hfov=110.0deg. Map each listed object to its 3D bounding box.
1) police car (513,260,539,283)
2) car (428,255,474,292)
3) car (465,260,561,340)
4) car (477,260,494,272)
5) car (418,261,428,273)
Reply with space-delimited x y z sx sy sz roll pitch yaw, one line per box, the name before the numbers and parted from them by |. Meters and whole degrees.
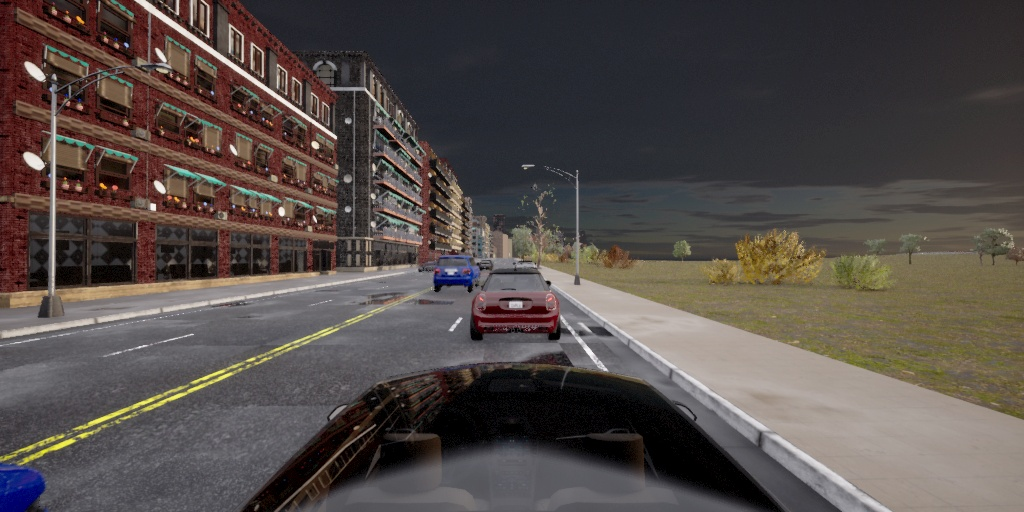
police car | 1.077 1.182 29.358 1.930 1.638 5.238 0 0 0
car | -3.194 0.979 21.483 2.150 2.045 5.566 0 0 0
car | 0.075 1.104 10.096 2.097 1.767 4.553 0 0 0
car | -3.244 1.257 45.271 1.837 1.490 4.892 0 -2 0
car | -9.940 1.322 43.149 1.994 1.385 4.181 0 0 0
